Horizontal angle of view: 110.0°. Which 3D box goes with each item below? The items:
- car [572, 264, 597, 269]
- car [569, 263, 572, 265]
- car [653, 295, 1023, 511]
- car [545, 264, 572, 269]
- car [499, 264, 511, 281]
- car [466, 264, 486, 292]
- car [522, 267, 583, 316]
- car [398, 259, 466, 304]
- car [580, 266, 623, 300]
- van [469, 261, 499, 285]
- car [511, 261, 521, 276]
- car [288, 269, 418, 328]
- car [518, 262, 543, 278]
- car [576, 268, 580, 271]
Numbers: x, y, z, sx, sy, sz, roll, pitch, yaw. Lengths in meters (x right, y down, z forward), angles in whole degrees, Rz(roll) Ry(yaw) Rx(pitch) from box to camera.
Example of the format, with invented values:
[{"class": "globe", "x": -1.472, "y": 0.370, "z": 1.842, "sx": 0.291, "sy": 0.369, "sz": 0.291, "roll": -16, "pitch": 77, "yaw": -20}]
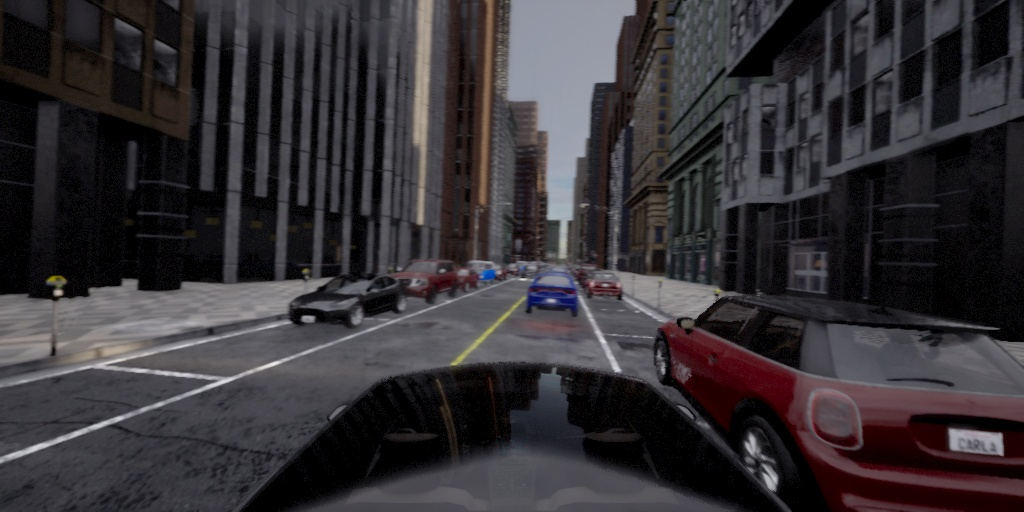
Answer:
[{"class": "car", "x": 6.791, "y": 1.672, "z": 32.207, "sx": 2.192, "sy": 1.841, "sz": 5.009, "roll": 0, "pitch": 0, "yaw": 8}, {"class": "car", "x": 9.904, "y": 2.168, "z": 54.532, "sx": 1.967, "sy": 1.591, "sz": 4.097, "roll": 0, "pitch": 0, "yaw": 8}, {"class": "car", "x": 3.306, "y": 1.264, "z": 4.434, "sx": 2.097, "sy": 1.767, "sz": 4.553, "roll": 2, "pitch": -1, "yaw": 8}, {"class": "car", "x": 4.114, "y": 1.726, "z": 32.064, "sx": 1.882, "sy": 1.535, "sz": 5.008, "roll": 2, "pitch": -1, "yaw": 8}, {"class": "car", "x": -1.646, "y": 1.474, "z": 33.379, "sx": 1.967, "sy": 1.591, "sz": 4.097, "roll": 0, "pitch": 0, "yaw": 8}, {"class": "car", "x": -3.203, "y": 1.394, "z": 22.216, "sx": 1.888, "sy": 1.381, "sz": 4.507, "roll": 0, "pitch": 0, "yaw": 8}, {"class": "car", "x": 1.718, "y": 1.441, "z": 14.881, "sx": 1.882, "sy": 1.535, "sz": 5.008, "roll": 2, "pitch": -1, "yaw": 8}, {"class": "car", "x": -3.982, "y": 1.071, "z": 16.633, "sx": 2.192, "sy": 1.841, "sz": 5.009, "roll": 0, "pitch": 0, "yaw": 8}, {"class": "car", "x": 5.235, "y": 1.611, "z": 21.043, "sx": 1.967, "sy": 1.591, "sz": 4.097, "roll": 0, "pitch": 0, "yaw": 8}, {"class": "van", "x": -2.425, "y": 1.282, "z": 27.797, "sx": 1.690, "sy": 1.789, "sz": 3.998, "roll": 0, "pitch": 0, "yaw": 8}, {"class": "car", "x": -0.090, "y": 1.659, "z": 44.543, "sx": 1.967, "sy": 1.591, "sz": 4.097, "roll": 0, "pitch": 0, "yaw": 8}, {"class": "car", "x": -4.760, "y": 1.229, "z": 11.052, "sx": 1.948, "sy": 1.339, "sz": 4.313, "roll": 0, "pitch": 0, "yaw": 8}, {"class": "car", "x": 2.173, "y": 1.794, "z": 40.887, "sx": 1.812, "sy": 1.442, "sz": 4.674, "roll": 2, "pitch": -1, "yaw": 9}, {"class": "car", "x": 6.013, "y": 1.830, "z": 26.625, "sx": 1.948, "sy": 1.339, "sz": 4.313, "roll": 0, "pitch": 0, "yaw": 8}]
